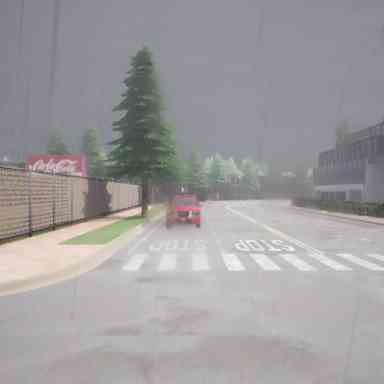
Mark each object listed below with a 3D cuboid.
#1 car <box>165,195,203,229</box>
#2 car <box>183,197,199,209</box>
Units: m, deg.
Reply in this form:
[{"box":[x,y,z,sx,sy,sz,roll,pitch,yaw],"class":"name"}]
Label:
[{"box":[-0.487,1.252,21.970,2.150,2.045,5.566,0,0,1],"class":"car"},{"box":[-0.133,1.494,47.564,2.128,1.511,4.902,0,0,2],"class":"car"}]
